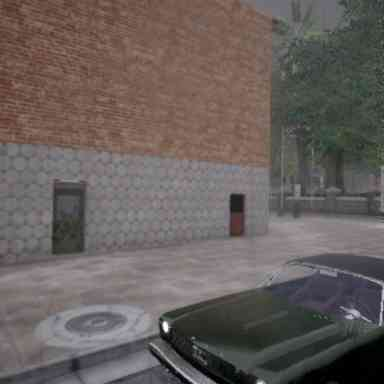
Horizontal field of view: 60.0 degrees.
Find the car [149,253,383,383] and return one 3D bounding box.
[{"bbox_3d":[1.869,1.597,4.378,4.718,1.301,1.895,0,0,-35],"label":"car"}]
